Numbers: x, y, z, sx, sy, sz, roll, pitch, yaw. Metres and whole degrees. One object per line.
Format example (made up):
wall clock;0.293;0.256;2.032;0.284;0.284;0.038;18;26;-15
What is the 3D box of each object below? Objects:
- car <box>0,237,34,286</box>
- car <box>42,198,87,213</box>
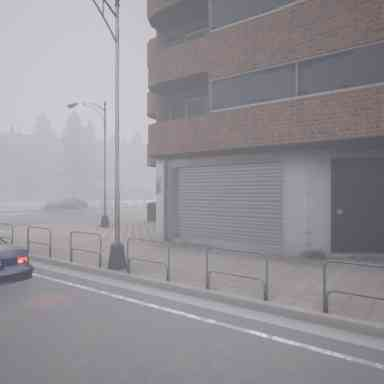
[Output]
car;-6.115;1.547;8.320;5.357;1.411;2.033;0;0;36
car;-14.081;1.435;37.029;2.128;1.511;4.902;0;0;42
